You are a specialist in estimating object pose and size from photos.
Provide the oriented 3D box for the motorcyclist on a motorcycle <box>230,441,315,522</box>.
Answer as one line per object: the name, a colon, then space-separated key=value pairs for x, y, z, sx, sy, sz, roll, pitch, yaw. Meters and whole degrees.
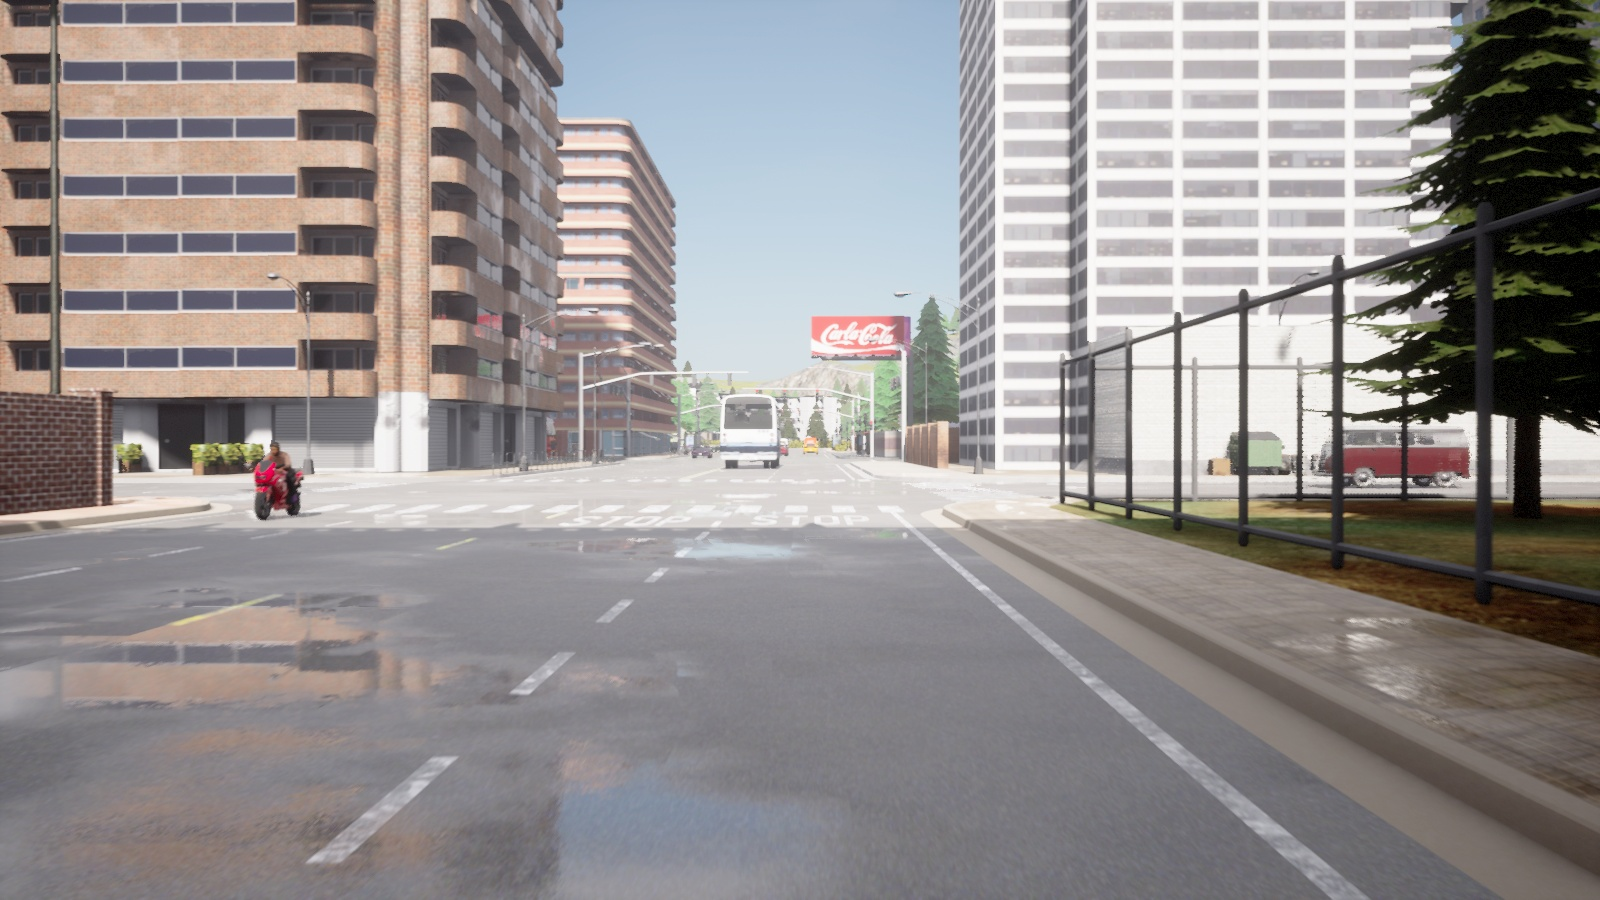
motorcyclist on a motorcycle: x=-10.285 y=0.582 z=24.562 sx=0.797 sy=1.523 sz=2.044 roll=0 pitch=0 yaw=0

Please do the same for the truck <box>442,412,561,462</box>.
truck: x=-22.921 y=-0.982 z=96.619 sx=8.468 sy=3.827 sz=2.891 roll=0 pitch=0 yaw=1

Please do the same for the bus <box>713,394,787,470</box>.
bus: x=-2.867 y=-1.059 z=75.795 sx=3.944 sy=4.253 sz=10.273 roll=0 pitch=0 yaw=0

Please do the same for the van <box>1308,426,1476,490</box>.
van: x=18.655 y=0.236 z=39.702 sx=4.442 sy=1.987 sz=1.775 roll=0 pitch=0 yaw=0
